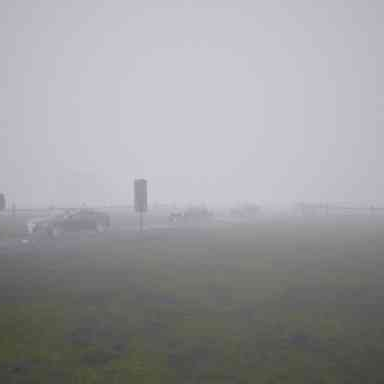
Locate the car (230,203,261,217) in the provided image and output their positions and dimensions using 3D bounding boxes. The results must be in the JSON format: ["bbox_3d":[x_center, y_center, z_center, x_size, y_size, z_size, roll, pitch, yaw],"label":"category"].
[{"bbox_3d":[5.998,1.954,37.355,1.882,1.535,5.008,-1,-1,35],"label":"car"}]

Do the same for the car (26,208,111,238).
[{"bbox_3d":[-6.908,1.691,19.108,2.128,1.511,4.902,-1,-1,35],"label":"car"}]

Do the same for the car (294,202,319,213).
[{"bbox_3d":[15.499,2.082,45.700,1.837,1.490,4.892,-1,-1,35],"label":"car"}]

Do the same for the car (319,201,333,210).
[{"bbox_3d":[22.016,2.263,54.937,2.033,1.411,5.357,-1,-1,36],"label":"car"}]

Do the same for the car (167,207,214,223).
[{"bbox_3d":[-0.070,1.948,28.783,1.895,1.301,4.718,-1,-1,35],"label":"car"}]
